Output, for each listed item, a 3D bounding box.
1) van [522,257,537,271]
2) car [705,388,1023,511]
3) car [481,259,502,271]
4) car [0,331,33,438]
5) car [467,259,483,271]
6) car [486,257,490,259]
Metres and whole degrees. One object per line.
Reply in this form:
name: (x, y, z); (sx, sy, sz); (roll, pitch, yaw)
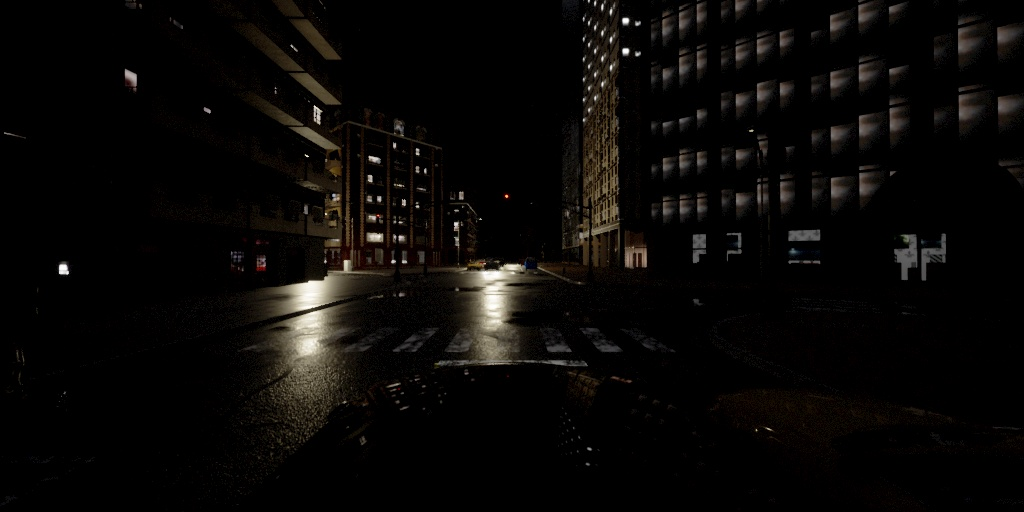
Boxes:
van: (2.626, 1.136, 50.084); (1.690, 1.789, 3.998); (0, 0, 0)
car: (2.563, 1.275, 1.261); (1.751, 1.417, 4.829); (0, 0, 0)
car: (-2.788, 1.394, 49.493); (1.895, 1.301, 4.718); (0, 0, 0)
car: (-5.318, 1.064, 1.095); (2.192, 1.841, 5.009); (0, 0, 0)
car: (-5.255, 1.320, 49.925); (1.751, 1.417, 4.829); (0, 0, 0)
car: (-5.240, 1.259, 61.200); (1.967, 1.591, 4.097); (0, 0, 0)
